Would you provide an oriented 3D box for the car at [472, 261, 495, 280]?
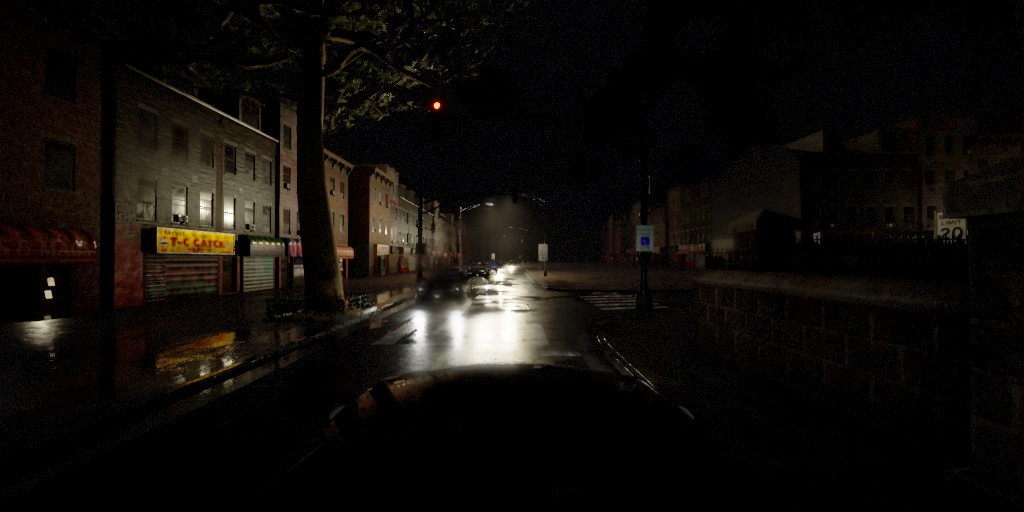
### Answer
[{"bbox_3d":[-2.802,1.264,31.443,1.837,1.490,4.892,0,1,0],"label":"car"}]

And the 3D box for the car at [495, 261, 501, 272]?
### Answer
[{"bbox_3d":[-2.773,1.312,45.805,1.812,1.442,4.674,0,0,0],"label":"car"}]

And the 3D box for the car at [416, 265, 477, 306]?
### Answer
[{"bbox_3d":[-2.833,1.273,15.883,1.812,1.442,4.674,0,0,0],"label":"car"}]
